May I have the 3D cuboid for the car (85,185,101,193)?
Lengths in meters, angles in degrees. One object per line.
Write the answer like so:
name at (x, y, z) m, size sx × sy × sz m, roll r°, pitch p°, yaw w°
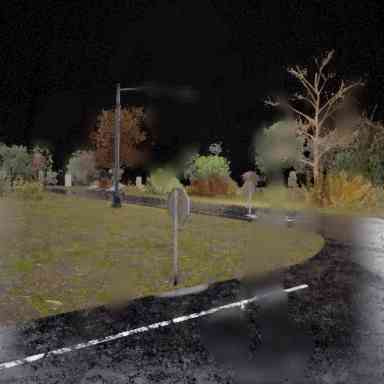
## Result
car at (-17.704, -0.515, 59.815) m, size 1.812 × 1.442 × 4.674 m, roll 0°, pitch 2°, yaw -36°

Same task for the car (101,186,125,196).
car at (-12.114, -0.206, 52.020) m, size 1.812 × 1.442 × 4.674 m, roll 0°, pitch 2°, yaw -36°
